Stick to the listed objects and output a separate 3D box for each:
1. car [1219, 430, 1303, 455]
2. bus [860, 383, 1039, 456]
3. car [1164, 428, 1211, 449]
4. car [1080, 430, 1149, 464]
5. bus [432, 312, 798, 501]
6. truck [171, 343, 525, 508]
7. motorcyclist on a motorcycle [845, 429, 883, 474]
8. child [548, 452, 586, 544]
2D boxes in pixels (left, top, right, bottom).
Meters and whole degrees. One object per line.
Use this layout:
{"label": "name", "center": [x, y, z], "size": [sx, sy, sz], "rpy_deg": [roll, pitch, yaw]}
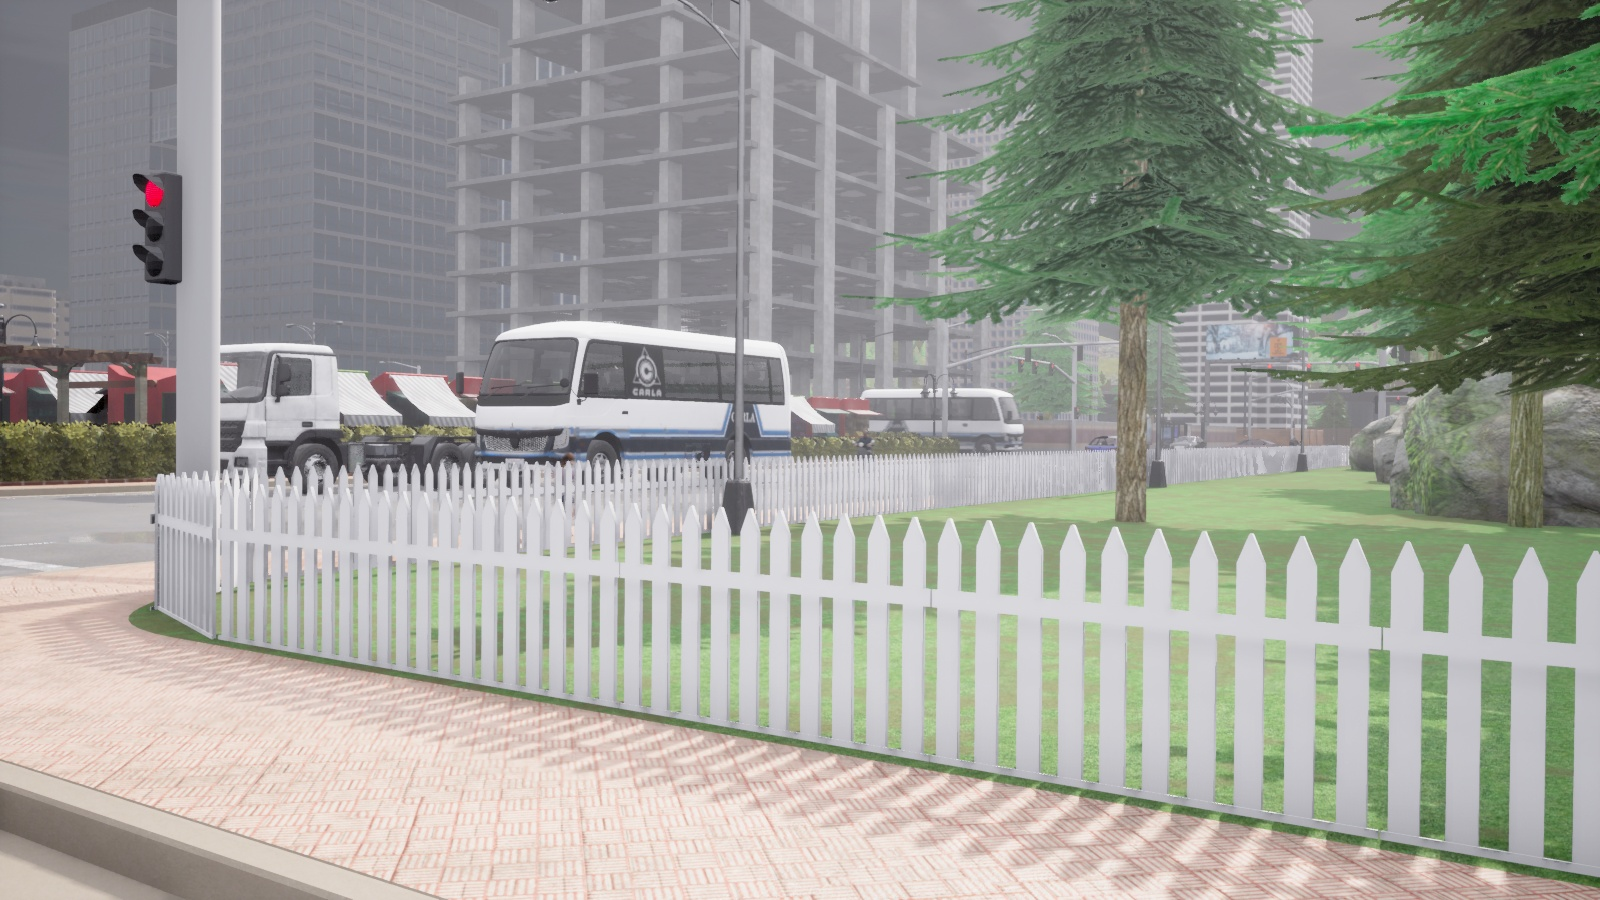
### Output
{"label": "car", "center": [26.204, -0.433, 71.366], "size": [4.181, 1.385, 1.994], "rpy_deg": [0, 1, 32]}
{"label": "bus", "center": [9.214, -1.847, 77.893], "size": [10.273, 4.253, 3.944], "rpy_deg": [0, 2, 29]}
{"label": "car", "center": [28.794, -0.845, 93.194], "size": [2.128, 1.511, 4.902], "rpy_deg": [0, 1, 32]}
{"label": "car", "center": [14.279, -0.162, 56.946], "size": [1.816, 1.474, 4.193], "rpy_deg": [0, 1, 32]}
{"label": "bus", "center": [-4.467, -1.065, 33.699], "size": [3.944, 4.253, 10.273], "rpy_deg": [0, 1, 32]}
{"label": "truck", "center": [-10.611, -0.571, 30.501], "size": [2.891, 3.462, 7.936], "rpy_deg": [0, 1, 32]}
{"label": "motorcyclist on a motorcycle", "center": [2.344, 0.041, 45.591], "size": [0.866, 1.590, 1.817], "rpy_deg": [-1, 1, 19]}
{"label": "child", "center": [-2.886, 0.584, 15.549], "size": [0.255, 1.110, 0.394], "rpy_deg": [0, 1, 32]}
